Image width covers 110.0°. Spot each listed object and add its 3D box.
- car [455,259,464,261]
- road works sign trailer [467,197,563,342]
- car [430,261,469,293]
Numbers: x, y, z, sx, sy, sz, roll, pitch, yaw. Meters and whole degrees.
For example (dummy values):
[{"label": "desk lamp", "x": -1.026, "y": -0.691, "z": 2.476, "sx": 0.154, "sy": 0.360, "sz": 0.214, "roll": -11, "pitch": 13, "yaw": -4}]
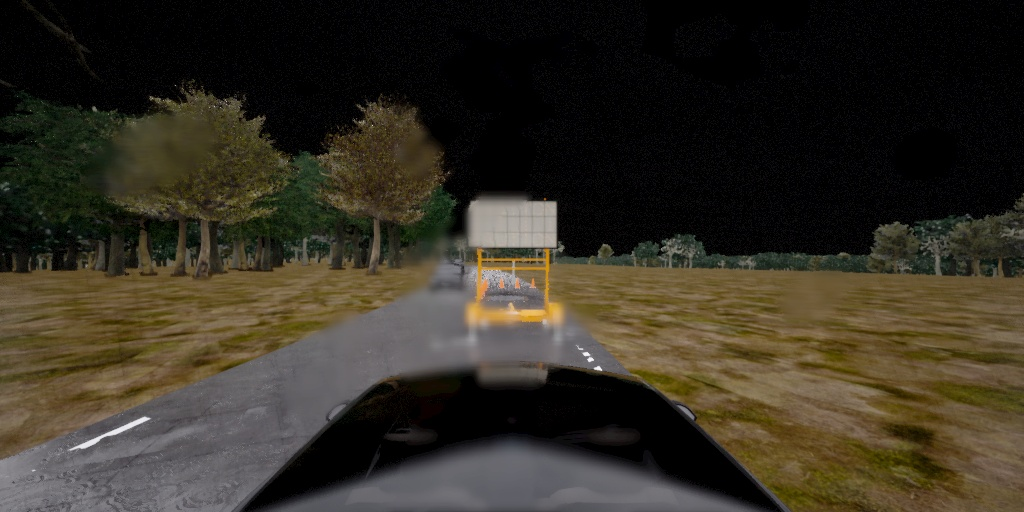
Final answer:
[{"label": "car", "x": -9.101, "y": 1.273, "z": 61.846, "sx": 1.837, "sy": 1.490, "sz": 4.892, "roll": 0, "pitch": 0, "yaw": -12}, {"label": "road works sign trailer", "x": 0.040, "y": 0.214, "z": 9.796, "sx": 2.380, "sy": 3.560, "sz": 2.880, "roll": 0, "pitch": 0, "yaw": -2}, {"label": "car", "x": -3.552, "y": 1.252, "z": 20.835, "sx": 1.837, "sy": 1.490, "sz": 4.892, "roll": 0, "pitch": 0, "yaw": -4}]
